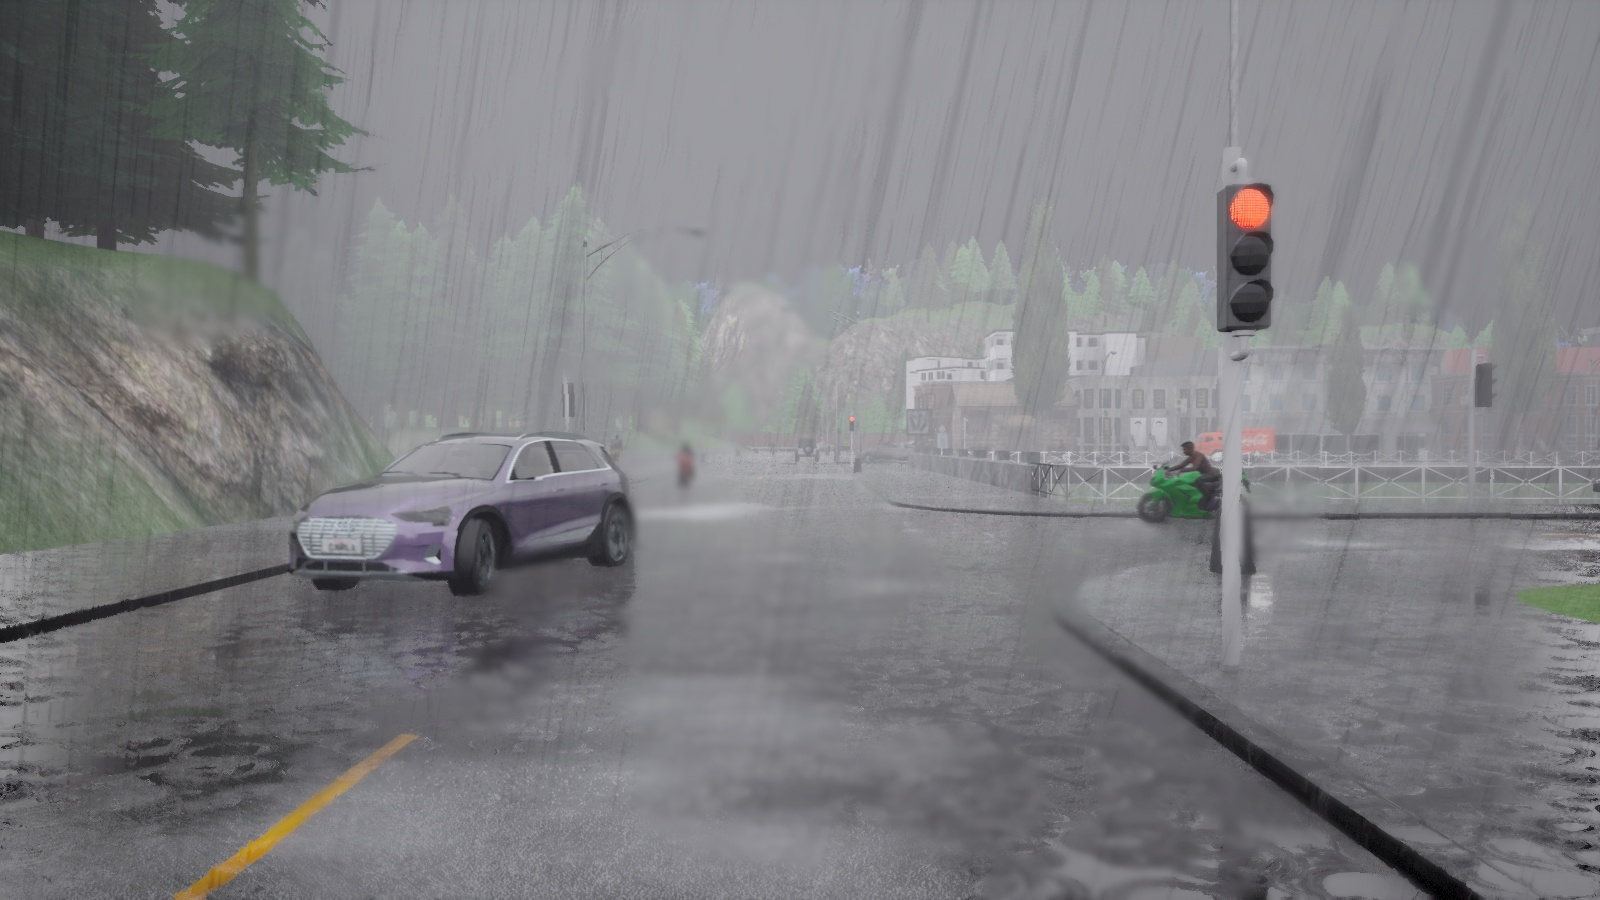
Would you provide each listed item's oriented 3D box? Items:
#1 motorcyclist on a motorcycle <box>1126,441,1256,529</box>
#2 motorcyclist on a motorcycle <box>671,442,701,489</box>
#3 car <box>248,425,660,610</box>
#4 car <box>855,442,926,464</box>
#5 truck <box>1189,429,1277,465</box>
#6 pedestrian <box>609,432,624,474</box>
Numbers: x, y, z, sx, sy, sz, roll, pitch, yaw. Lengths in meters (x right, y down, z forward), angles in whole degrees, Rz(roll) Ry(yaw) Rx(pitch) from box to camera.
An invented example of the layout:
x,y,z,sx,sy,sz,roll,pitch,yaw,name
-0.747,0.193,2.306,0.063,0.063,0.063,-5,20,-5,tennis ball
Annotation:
x,y,z,sx,sy,sz,roll,pitch,yaw,name
6.939,0.608,22.348,2.044,1.523,0.797,0,1,-2,motorcyclist on a motorcycle
-3.751,0.491,41.501,0.797,1.523,2.044,0,0,0,motorcyclist on a motorcycle
-3.495,0.595,13.861,2.033,1.649,4.856,0,0,18,car
6.390,0.208,88.310,4.902,1.511,2.128,0,0,6,car
30.269,-0.212,87.929,5.204,2.467,2.627,0,0,0,truck
-8.132,0.135,55.799,0.540,1.848,0.694,0,0,3,pedestrian
